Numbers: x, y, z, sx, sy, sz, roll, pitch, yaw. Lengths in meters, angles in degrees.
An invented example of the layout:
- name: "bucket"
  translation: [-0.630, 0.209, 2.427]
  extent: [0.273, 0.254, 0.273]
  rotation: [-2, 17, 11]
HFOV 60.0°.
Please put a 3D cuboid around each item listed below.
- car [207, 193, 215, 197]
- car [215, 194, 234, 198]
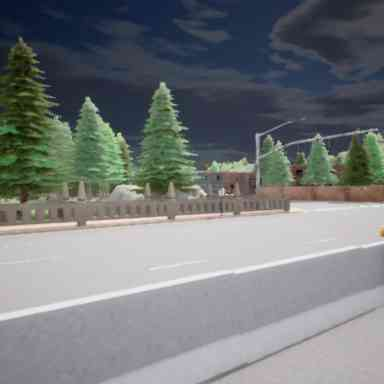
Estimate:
- name: "car"
  translation: [4.123, 0.865, 69.120]
  extent: [1.812, 1.442, 4.674]
  rotation: [-1, 1, -6]
- name: "car"
  translation: [6.484, 1.019, 53.049]
  extent: [2.128, 1.511, 4.902]
  rotation: [-1, 1, -35]
